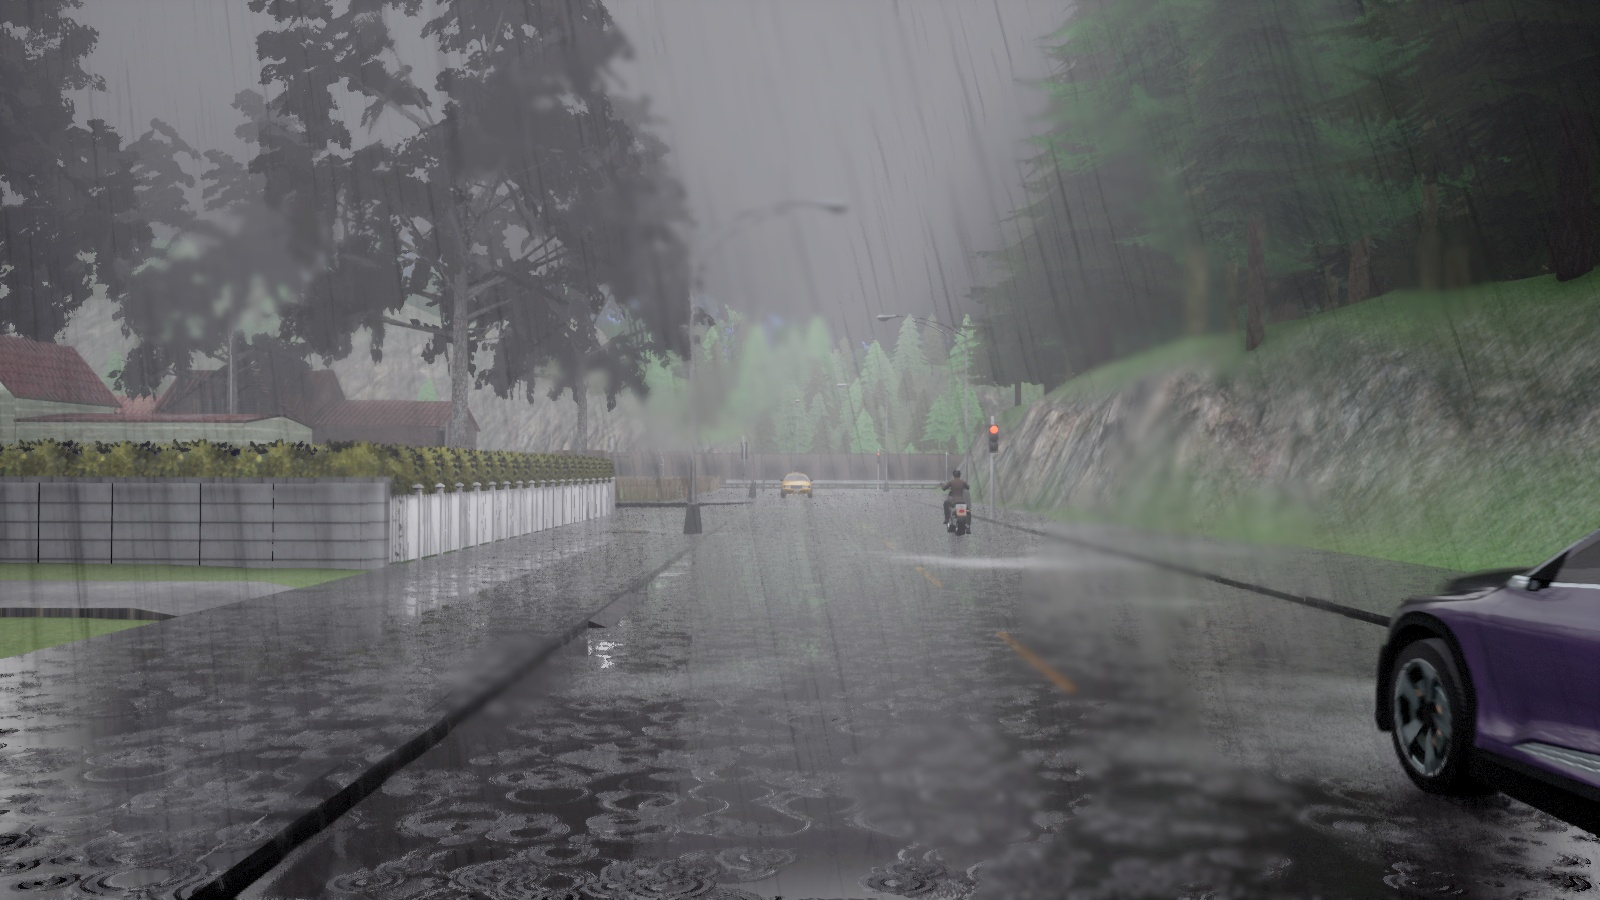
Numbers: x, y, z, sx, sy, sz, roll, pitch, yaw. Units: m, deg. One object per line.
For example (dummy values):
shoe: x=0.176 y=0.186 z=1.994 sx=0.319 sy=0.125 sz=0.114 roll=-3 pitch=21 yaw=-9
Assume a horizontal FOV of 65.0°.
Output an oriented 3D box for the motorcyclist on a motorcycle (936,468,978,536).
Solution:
motorcyclist on a motorcycle: x=3.921 y=1.277 z=31.522 sx=0.766 sy=1.649 sz=2.350 roll=0 pitch=-1 yaw=0

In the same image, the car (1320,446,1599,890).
car: x=3.988 y=0.808 z=4.710 sx=2.033 sy=1.649 sz=4.856 roll=0 pitch=-1 yaw=0

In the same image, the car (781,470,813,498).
car: x=-0.184 y=1.989 z=73.693 sx=1.801 sy=1.575 sz=5.366 roll=0 pitch=-1 yaw=0
